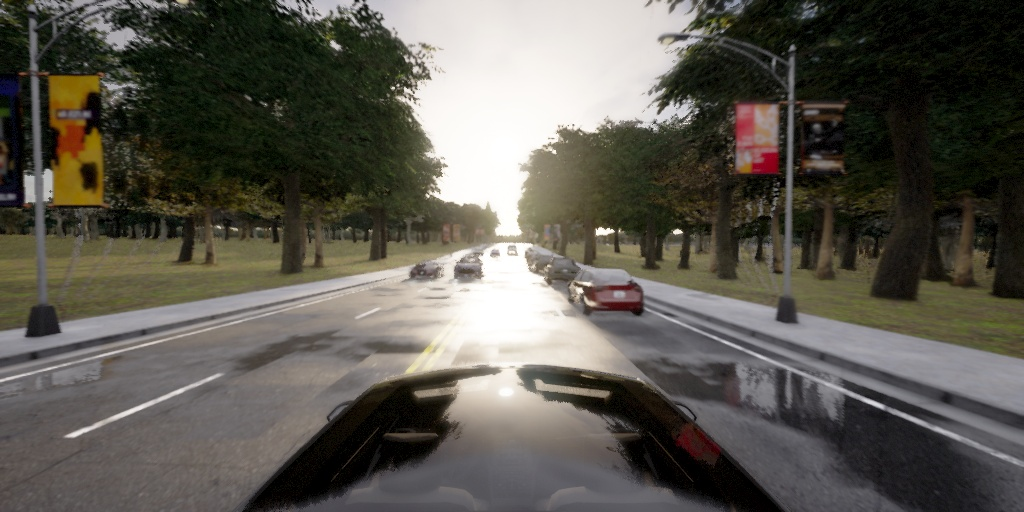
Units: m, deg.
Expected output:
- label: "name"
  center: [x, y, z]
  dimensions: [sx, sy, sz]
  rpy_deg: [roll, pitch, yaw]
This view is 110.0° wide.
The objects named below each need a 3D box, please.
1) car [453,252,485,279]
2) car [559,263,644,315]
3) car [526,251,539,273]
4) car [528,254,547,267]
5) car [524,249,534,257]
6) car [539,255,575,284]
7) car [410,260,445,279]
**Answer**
- label: "car"
  center: [-3.330, 0.799, 28.455]
  dimensions: [2.097, 1.767, 4.553]
  rpy_deg: [0, 1, 0]
- label: "car"
  center: [3.251, 1.183, 13.179]
  dimensions: [2.163, 1.488, 4.792]
  rpy_deg: [0, 1, 0]
- label: "car"
  center: [3.027, 0.677, 35.566]
  dimensions: [2.097, 1.767, 4.553]
  rpy_deg: [0, 1, -7]
- label: "car"
  center: [3.252, 0.582, 46.126]
  dimensions: [2.033, 1.411, 5.357]
  rpy_deg: [0, 2, 0]
- label: "car"
  center: [3.253, 0.050, 57.133]
  dimensions: [2.163, 1.488, 4.792]
  rpy_deg: [0, 3, 0]
- label: "car"
  center: [3.251, 0.871, 24.111]
  dimensions: [2.097, 1.767, 4.553]
  rpy_deg: [0, 1, 0]
- label: "car"
  center: [-6.585, 1.017, 28.201]
  dimensions: [1.994, 1.385, 4.181]
  rpy_deg: [0, 1, 0]
